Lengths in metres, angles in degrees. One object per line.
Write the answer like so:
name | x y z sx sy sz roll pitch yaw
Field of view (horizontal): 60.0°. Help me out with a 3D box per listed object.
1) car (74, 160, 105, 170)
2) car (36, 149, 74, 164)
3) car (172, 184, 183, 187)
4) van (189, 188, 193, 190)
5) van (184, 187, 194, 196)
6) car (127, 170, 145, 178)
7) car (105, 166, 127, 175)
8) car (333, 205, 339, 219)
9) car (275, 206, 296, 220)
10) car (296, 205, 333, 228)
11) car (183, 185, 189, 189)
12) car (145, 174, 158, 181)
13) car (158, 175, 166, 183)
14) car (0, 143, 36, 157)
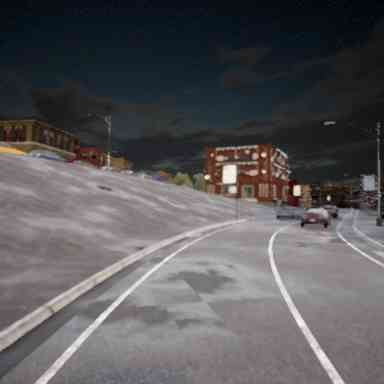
car | -13.334 -3.040 40.827 2.163 1.488 4.792 0 -3 20
car | -15.329 -3.495 35.475 2.185 1.767 4.553 0 -3 22
car | -4.049 -1.078 72.651 2.002 1.452 4.674 0 -4 13
van | -1.773 -0.519 83.621 1.878 1.987 4.442 1 -4 11
van | -0.831 -0.081 89.062 1.878 1.987 4.442 1 -4 10
car | -9.825 -2.493 51.175 2.231 1.521 4.892 0 -3 18
car | -11.509 -2.740 46.027 2.002 1.452 4.674 0 -3 19
car | 15.593 2.216 38.029 2.128 1.511 4.902 0 -2 27
car | 10.195 2.188 35.190 1.895 1.301 4.718 0 -2 27
car | 9.410 1.863 25.311 1.812 1.442 4.674 0 -2 26
car | -2.886 -0.682 78.056 2.002 1.452 4.674 1 -4 12
car | -8.193 -2.304 56.568 2.185 1.767 4.553 0 -3 17
car | -6.668 -2.094 61.964 2.435 2.045 5.566 0 -3 16
car | -17.380 -3.660 30.346 2.097 1.535 5.008 0 -3 23
